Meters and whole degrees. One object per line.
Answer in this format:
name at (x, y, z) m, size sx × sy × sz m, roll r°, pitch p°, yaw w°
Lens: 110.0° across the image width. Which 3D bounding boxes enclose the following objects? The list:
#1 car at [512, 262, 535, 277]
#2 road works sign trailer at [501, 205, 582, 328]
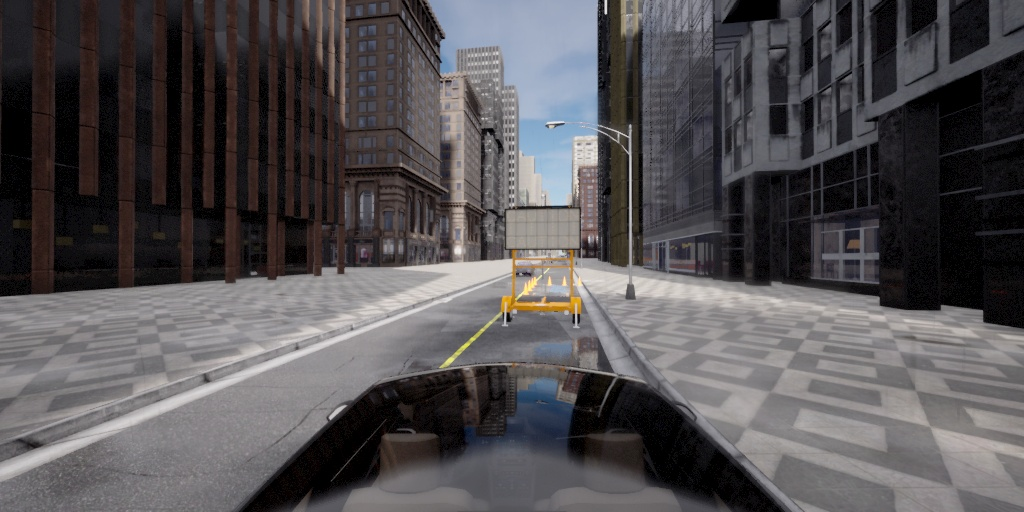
car at (1.179, 1.262, 34.661) m, size 2.033 × 1.411 × 5.357 m, roll 0°, pitch 0°, yaw 8°
road works sign trailer at (0.985, 0.211, 11.449) m, size 2.380 × 3.560 × 2.880 m, roll 0°, pitch 0°, yaw 8°
